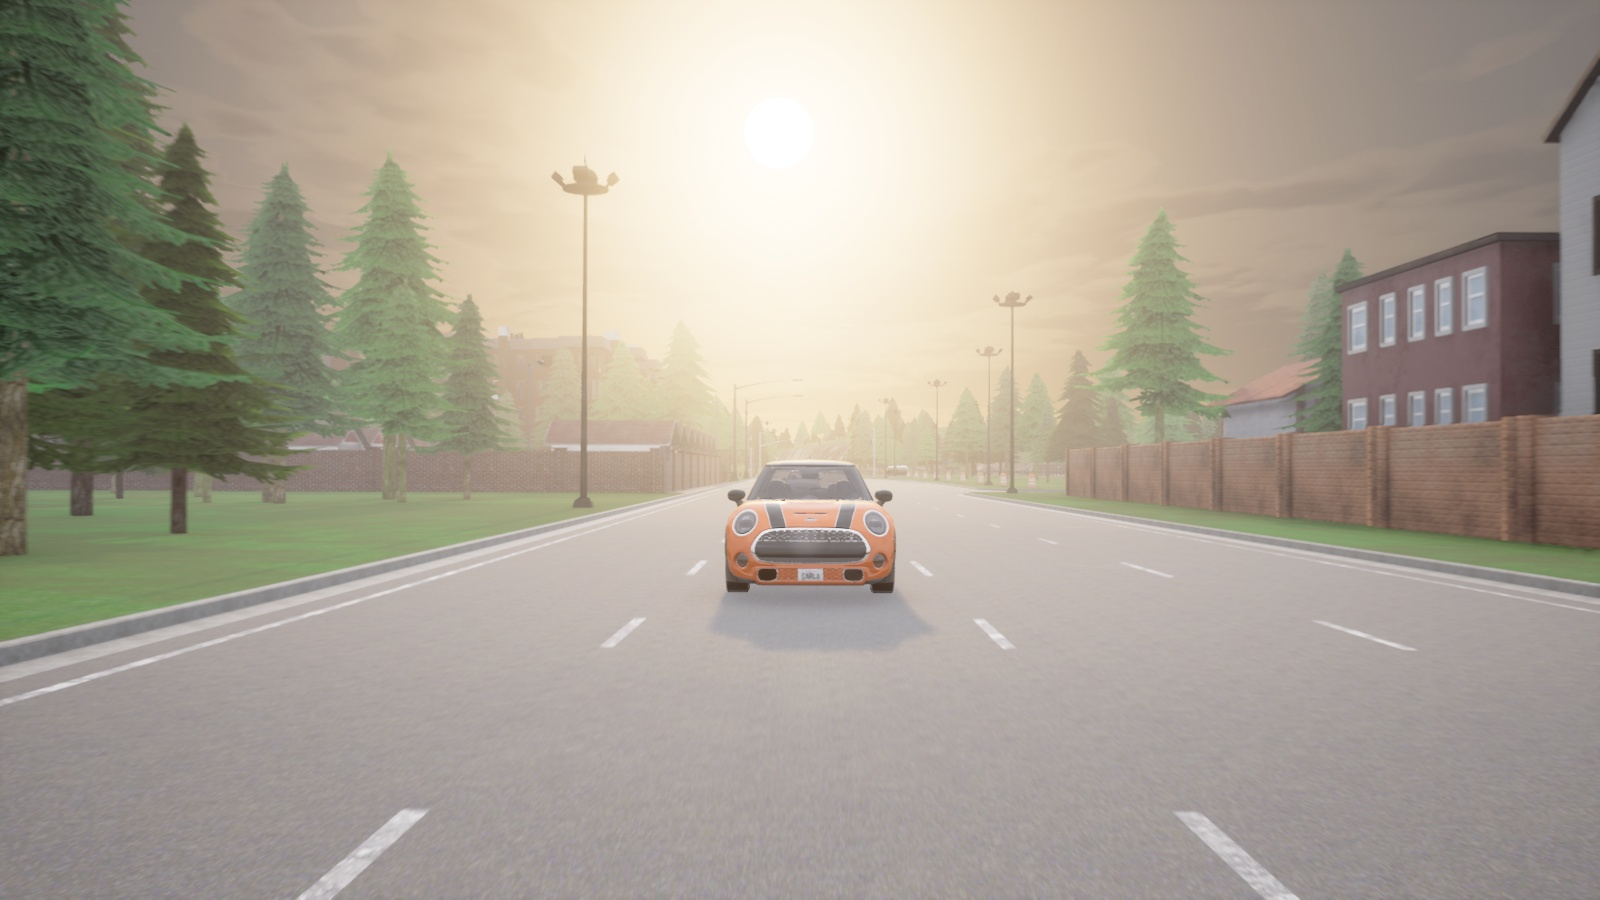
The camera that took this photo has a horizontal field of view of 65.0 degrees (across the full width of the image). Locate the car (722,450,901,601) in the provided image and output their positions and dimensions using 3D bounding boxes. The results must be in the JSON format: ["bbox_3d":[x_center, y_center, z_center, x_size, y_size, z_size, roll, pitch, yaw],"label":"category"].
[{"bbox_3d":[0.144,0.920,17.047,2.097,1.767,4.553,0,-1,0],"label":"car"}]
